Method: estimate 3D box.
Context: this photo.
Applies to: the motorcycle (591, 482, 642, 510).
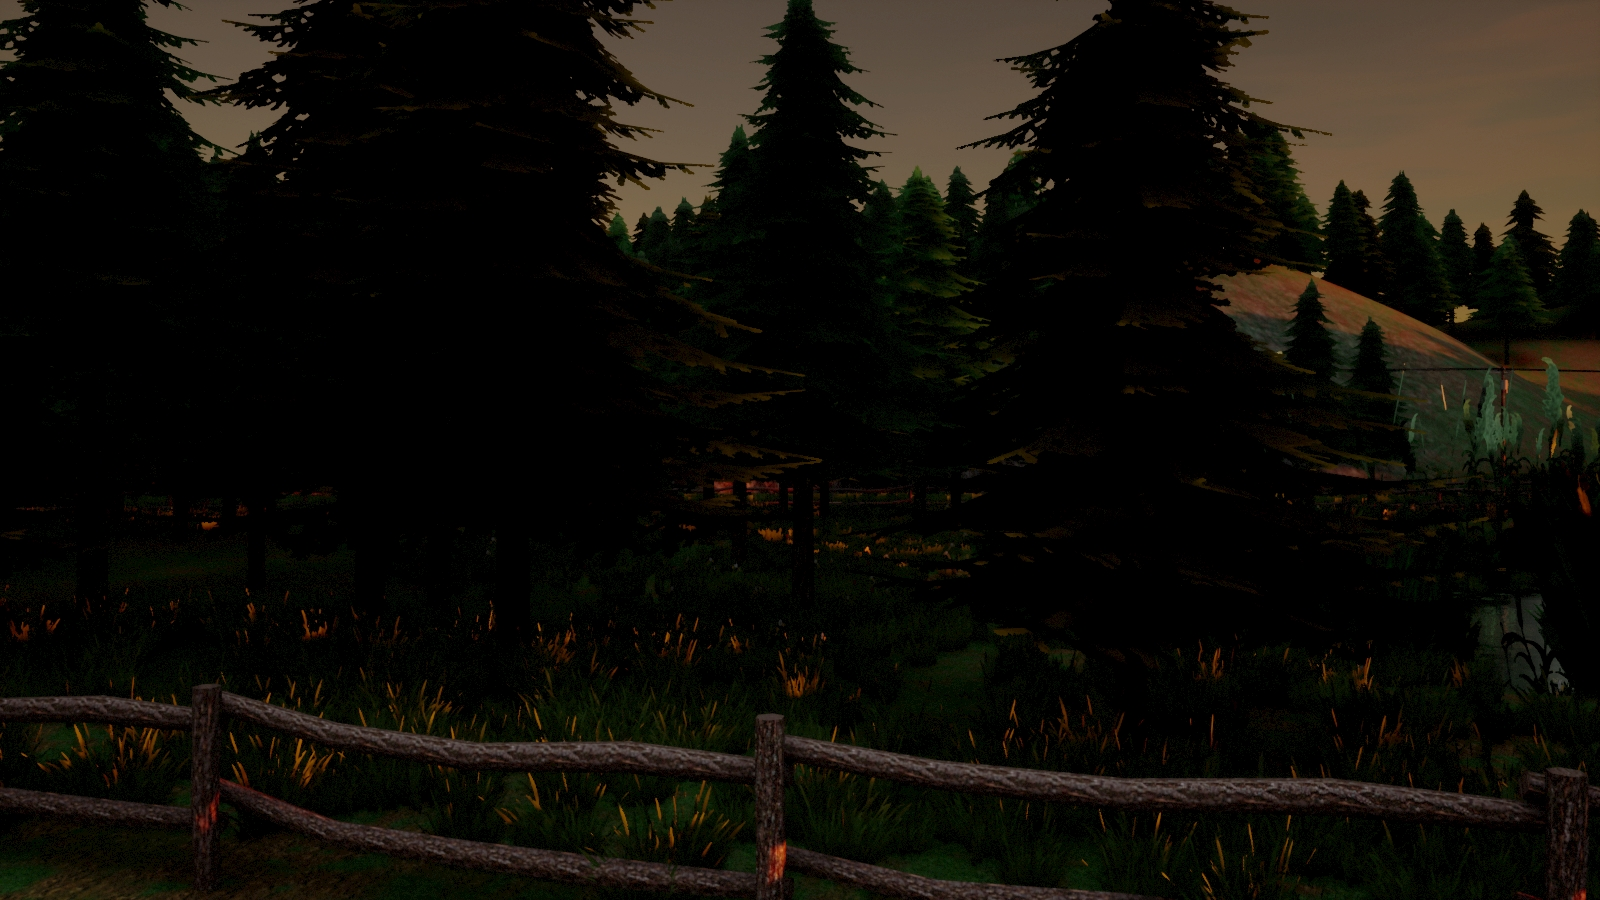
[{"bbox_3d":[-8.702,2.178,54.116,2.209,1.251,0.867,0,0,14],"label":"motorcycle"}]
